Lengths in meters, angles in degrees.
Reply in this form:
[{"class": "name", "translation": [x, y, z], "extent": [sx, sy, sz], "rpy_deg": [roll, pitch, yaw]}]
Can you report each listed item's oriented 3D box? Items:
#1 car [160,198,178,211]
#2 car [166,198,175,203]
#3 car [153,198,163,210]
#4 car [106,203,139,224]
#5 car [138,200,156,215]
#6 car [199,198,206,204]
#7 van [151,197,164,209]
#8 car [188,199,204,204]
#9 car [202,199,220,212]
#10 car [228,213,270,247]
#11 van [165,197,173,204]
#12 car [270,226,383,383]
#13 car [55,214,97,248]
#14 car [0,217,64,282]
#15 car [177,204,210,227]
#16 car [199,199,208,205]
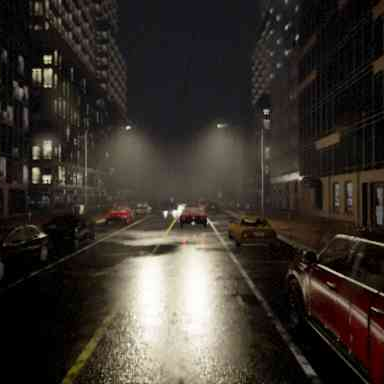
[{"class": "car", "translation": [-3.028, 1.985, 47.813], "extent": [1.994, 1.385, 4.181], "rpy_deg": [0, -1, 0]}, {"class": "car", "translation": [-5.727, 2.326, 89.436], "extent": [1.947, 1.339, 4.313], "rpy_deg": [0, 0, 0]}, {"class": "car", "translation": [-5.709, 1.980, 49.591], "extent": [1.887, 1.381, 4.507], "rpy_deg": [0, 0, 0]}, {"class": "car", "translation": [-5.699, 1.822, 26.821], "extent": [1.802, 1.307, 4.206], "rpy_deg": [0, 0, 0]}, {"class": "car", "translation": [-5.704, 1.889, 38.207], "extent": [2.008, 1.369, 4.403], "rpy_deg": [0, 0, 0]}, {"class": "car", "translation": [2.656, 2.241, 83.903], "extent": [1.752, 1.417, 4.829], "rpy_deg": [0, 0, 0]}, {"class": "van", "translation": [-5.711, 1.824, 55.285], "extent": [1.690, 1.788, 3.998], "rpy_deg": [0, 0, 0]}, {"class": "car", "translation": [0.081, 1.929, 41.396], "extent": [1.994, 1.385, 4.181], "rpy_deg": [0, 0, 0]}, {"class": "car", "translation": [2.674, 1.952, 43.890], "extent": [1.947, 1.339, 4.313], "rpy_deg": [0, 0, 0]}, {"class": "car", "translation": [2.687, 1.667, 15.600], "extent": [1.752, 1.417, 4.829], "rpy_deg": [0, -1, 0]}, {"class": "van", "translation": [-5.723, 2.056, 83.745], "extent": [1.690, 1.788, 3.998], "rpy_deg": [0, 0, 0]}, {"class": "car", "translation": [2.693, 1.353, 4.049], "extent": [2.192, 1.841, 5.009], "rpy_deg": [0, -1, 0]}, {"class": "car", "translation": [-5.694, 1.707, 15.439], "extent": [1.947, 1.339, 4.313], "rpy_deg": [0, -1, 0]}, {"class": "car", "translation": [-5.691, 1.641, 9.747], "extent": [2.008, 1.369, 4.403], "rpy_deg": [0, -1, 0]}, {"class": "car", "translation": [0.090, 1.821, 24.530], "extent": [1.895, 1.301, 4.718], "rpy_deg": [0, 0, 0]}, {"class": "car", "translation": [2.659, 2.251, 78.040], "extent": [1.802, 1.307, 4.206], "rpy_deg": [0, 0, 0]}]
